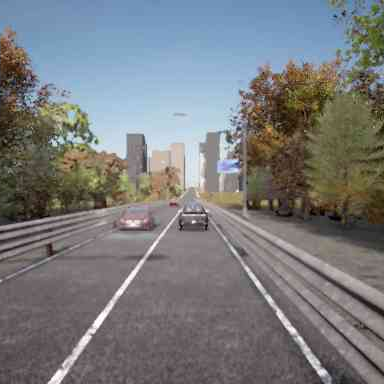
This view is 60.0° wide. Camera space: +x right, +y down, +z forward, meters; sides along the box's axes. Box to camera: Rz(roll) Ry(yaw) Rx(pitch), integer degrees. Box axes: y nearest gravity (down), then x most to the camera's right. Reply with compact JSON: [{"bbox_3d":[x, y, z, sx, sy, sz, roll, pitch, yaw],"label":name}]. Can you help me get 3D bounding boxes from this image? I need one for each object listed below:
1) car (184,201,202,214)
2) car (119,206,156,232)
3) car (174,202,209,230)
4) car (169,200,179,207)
[{"bbox_3d":[0.103,1.887,41.488,2.033,1.411,5.357,0,-1,0],"label":"car"},{"bbox_3d":[-3.337,1.619,21.083,1.812,1.442,4.674,0,-1,0],"label":"car"},{"bbox_3d":[0.099,1.593,21.974,2.128,1.511,4.902,0,-1,0],"label":"car"},{"bbox_3d":[-3.280,2.218,61.940,1.895,1.301,4.718,0,-1,0],"label":"car"}]
